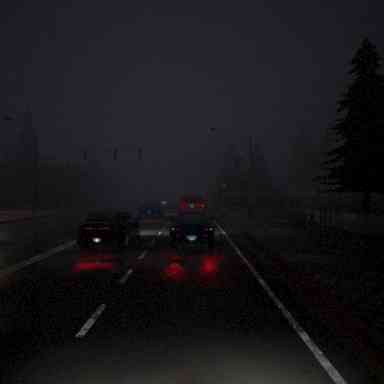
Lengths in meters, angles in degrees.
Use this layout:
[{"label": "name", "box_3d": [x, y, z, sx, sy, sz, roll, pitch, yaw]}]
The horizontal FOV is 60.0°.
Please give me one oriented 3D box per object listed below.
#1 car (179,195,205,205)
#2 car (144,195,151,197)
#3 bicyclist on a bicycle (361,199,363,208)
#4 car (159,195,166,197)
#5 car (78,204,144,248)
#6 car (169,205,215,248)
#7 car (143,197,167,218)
[{"label": "car", "box_3d": [0.000, 1.257, 29.680, 2.150, 2.045, 5.566, 0, 0, 0]}, {"label": "car", "box_3d": [-10.500, 1.474, 79.035, 1.812, 1.442, 4.674, 0, 0, 0]}, {"label": "bicyclist on a bicycle", "box_3d": [18.249, 1.301, 35.150, 0.582, 1.620, 1.656, 0, 0, 0]}, {"label": "car", "box_3d": [-7.000, 1.476, 79.033, 2.128, 1.511, 4.902, 0, 0, 0]}, {"label": "car", "box_3d": [-3.500, 1.515, 14.650, 1.837, 1.490, 4.892, 0, 0, 0]}, {"label": "car", "box_3d": [0.000, 1.532, 14.650, 1.812, 1.442, 4.674, 0, 0, 0]}, {"label": "car", "box_3d": [-3.500, 1.484, 29.650, 1.882, 1.535, 5.008, 0, 0, 0]}]
